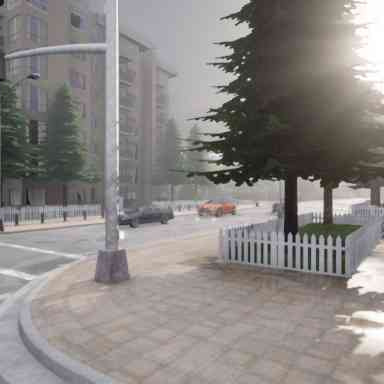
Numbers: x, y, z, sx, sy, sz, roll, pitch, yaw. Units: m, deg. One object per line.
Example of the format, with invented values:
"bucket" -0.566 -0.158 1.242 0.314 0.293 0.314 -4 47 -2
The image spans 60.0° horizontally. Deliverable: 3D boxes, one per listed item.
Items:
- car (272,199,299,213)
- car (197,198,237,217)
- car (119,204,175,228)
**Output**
"car" 10.207 1.540 36.261 1.812 1.442 4.674 0 0 34
"car" 2.384 1.367 31.185 2.097 1.767 4.553 0 0 34
"car" -3.346 1.562 22.649 2.033 1.411 5.357 0 0 34
